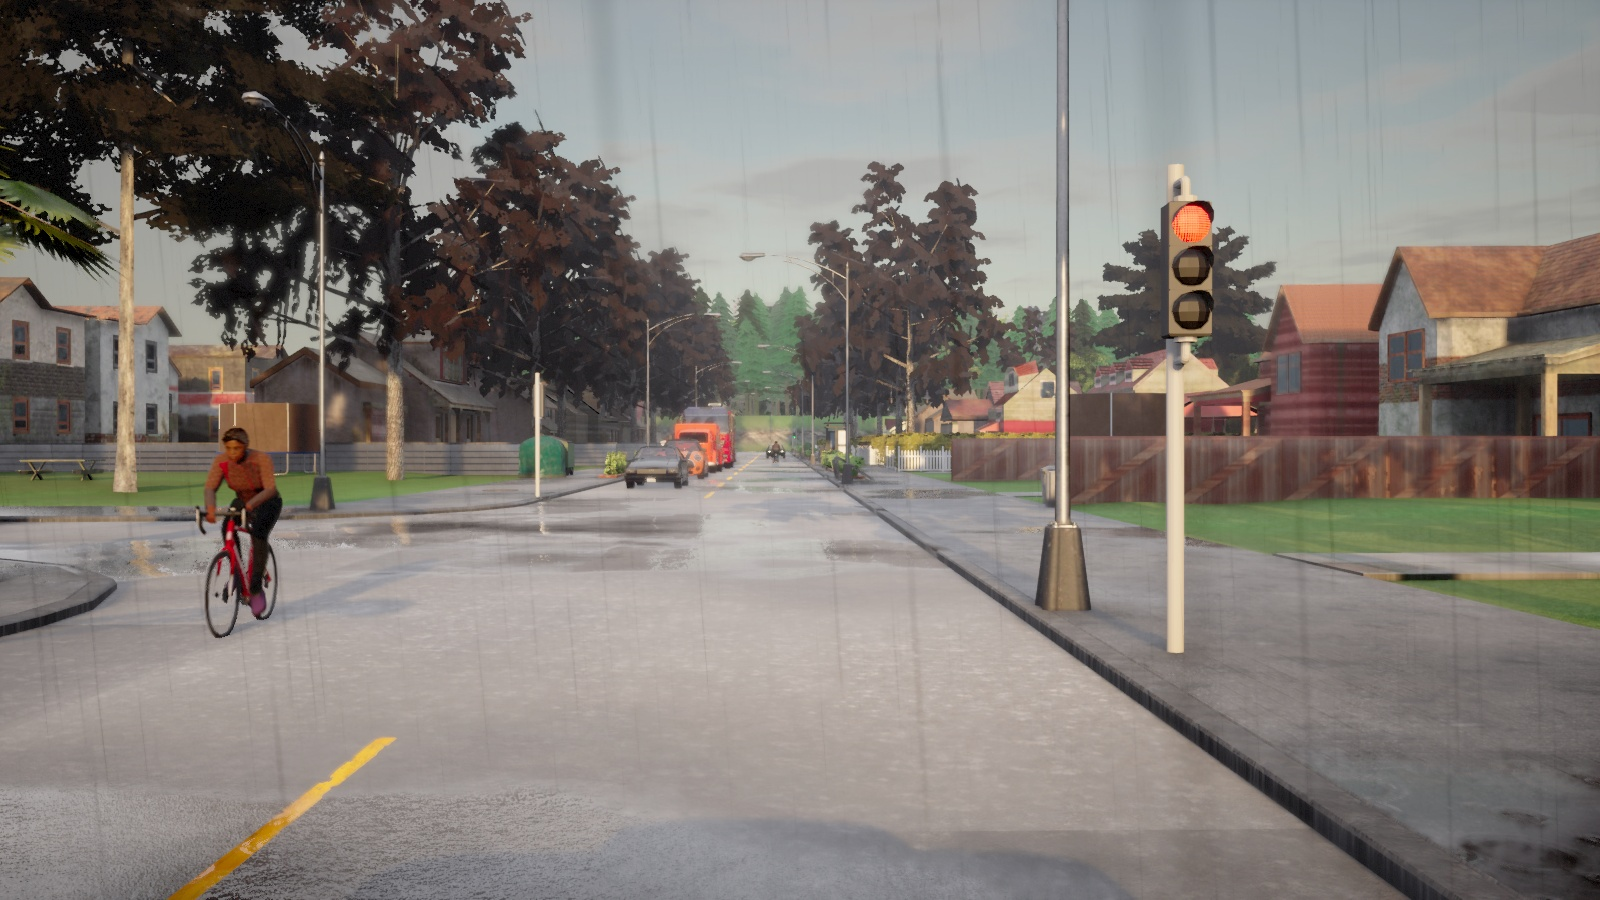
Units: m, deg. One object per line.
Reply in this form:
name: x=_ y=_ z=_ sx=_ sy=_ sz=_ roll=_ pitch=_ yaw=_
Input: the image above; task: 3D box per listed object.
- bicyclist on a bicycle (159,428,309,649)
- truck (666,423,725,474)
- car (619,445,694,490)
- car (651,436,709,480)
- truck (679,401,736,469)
bicyclist on a bicycle: x=-4.472 y=0.639 z=10.038 sx=0.582 sy=1.620 sz=1.656 roll=0 pitch=1 yaw=-5
truck: x=-5.189 y=-0.100 z=63.075 sx=2.627 sy=2.467 sz=5.204 roll=0 pitch=0 yaw=-1
car: x=-4.789 y=0.549 z=42.690 sx=2.033 sy=1.411 sz=5.357 roll=0 pitch=0 yaw=-1
car: x=-4.985 y=0.303 z=52.843 sx=2.097 sy=1.767 sz=4.553 roll=0 pitch=0 yaw=-1
truck: x=-5.423 y=-0.846 z=74.966 sx=2.891 sy=3.827 sz=8.468 roll=0 pitch=0 yaw=-1
